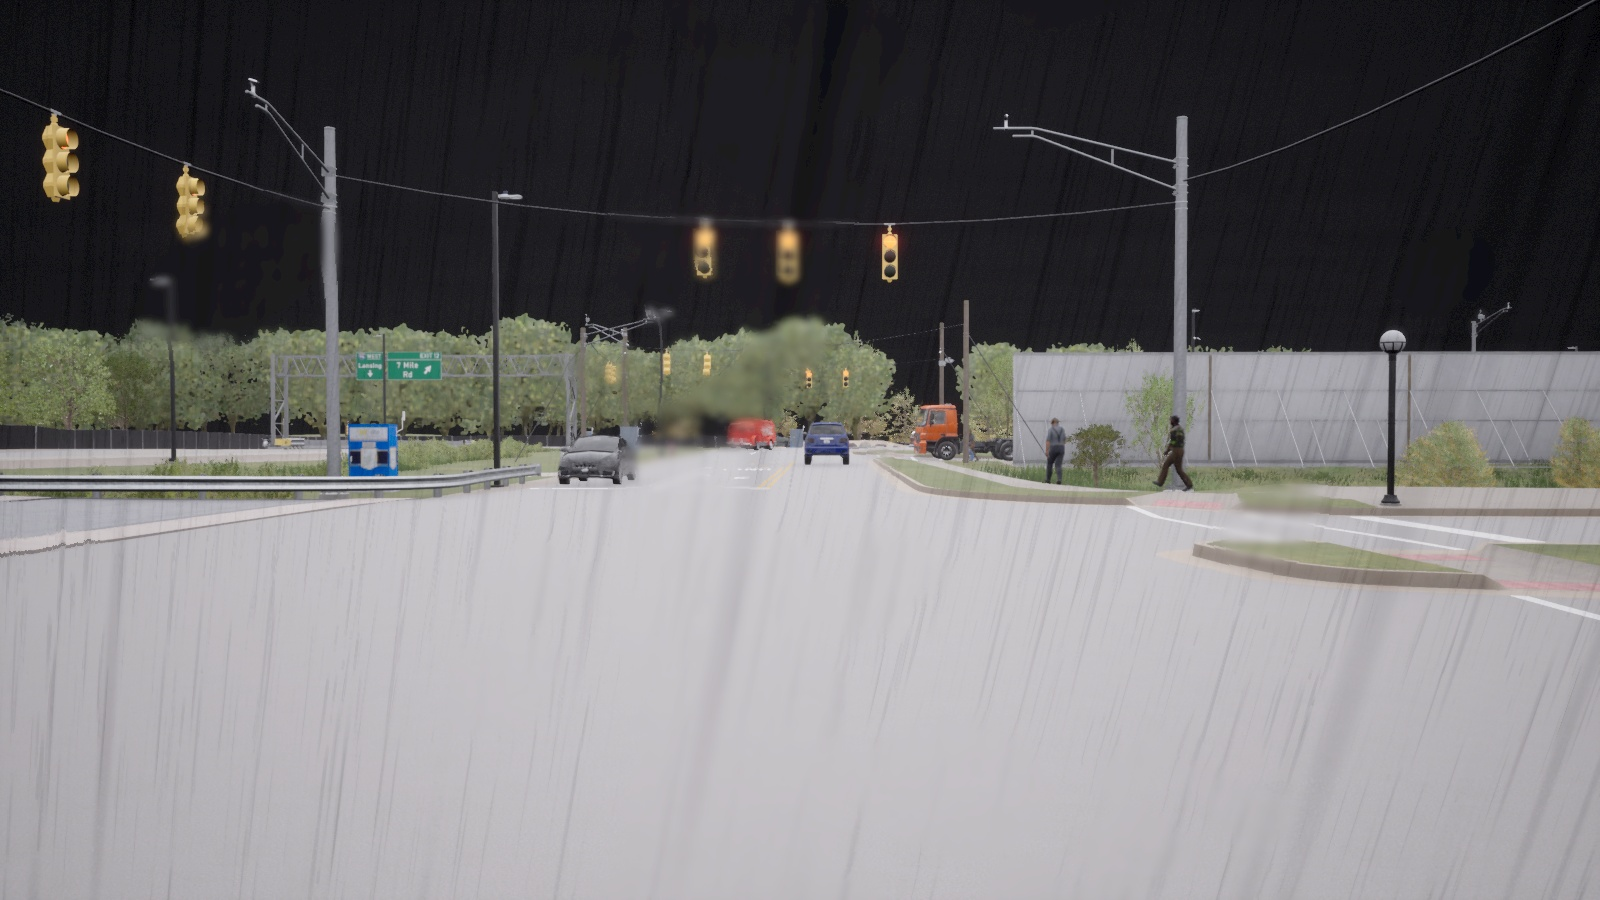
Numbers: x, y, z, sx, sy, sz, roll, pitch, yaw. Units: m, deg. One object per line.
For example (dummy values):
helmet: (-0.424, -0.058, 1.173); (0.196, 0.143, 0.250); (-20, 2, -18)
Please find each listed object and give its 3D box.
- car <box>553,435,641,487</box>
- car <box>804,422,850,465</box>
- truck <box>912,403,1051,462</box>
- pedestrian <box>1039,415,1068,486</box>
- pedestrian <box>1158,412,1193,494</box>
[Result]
car: (-6.242, 0.285, 39.097); (1.837, 1.490, 4.892); (0, 1, 1)
car: (1.349, -0.344, 62.520); (2.150, 2.045, 5.566); (0, 1, 1)
truck: (11.120, -1.089, 77.375); (7.936, 3.462, 2.891); (1, 2, -4)
pedestrian: (6.709, -0.005, 33.229); (0.540, 1.848, 0.694); (0, 2, -9)
pedestrian: (8.919, 0.054, 29.832); (0.692, 1.930, 0.395); (1, 2, 32)
